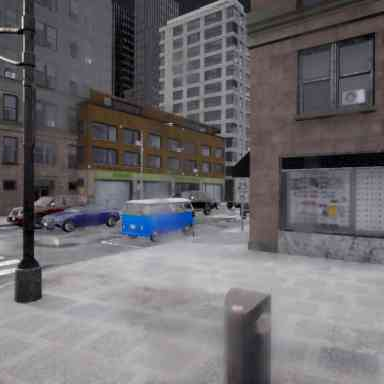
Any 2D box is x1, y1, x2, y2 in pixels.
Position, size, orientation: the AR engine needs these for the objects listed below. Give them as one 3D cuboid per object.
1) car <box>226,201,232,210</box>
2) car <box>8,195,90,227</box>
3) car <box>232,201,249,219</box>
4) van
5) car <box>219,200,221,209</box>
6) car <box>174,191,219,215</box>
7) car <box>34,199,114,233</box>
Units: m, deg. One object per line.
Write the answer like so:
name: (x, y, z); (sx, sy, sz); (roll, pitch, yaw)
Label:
car: (5.485, 1.178, 35.344); (1.895, 1.301, 4.718); (0, 1, 36)
car: (-8.368, 1.123, 20.344); (2.192, 1.841, 5.009); (1, 1, 35)
car: (5.066, 1.280, 24.589); (2.008, 1.369, 4.403); (1, 1, 35)
van: (-1.406, 1.208, 15.425); (1.690, 1.788, 3.998); (1, 1, 35)
car: (1.341, 1.167, 34.091); (1.947, 1.339, 4.313); (1, 2, 35)
car: (-0.376, 0.924, 27.056); (2.150, 2.045, 5.566); (0, 1, 35)
car: (-6.145, 1.351, 18.898); (1.812, 1.442, 4.674); (0, 1, 35)
